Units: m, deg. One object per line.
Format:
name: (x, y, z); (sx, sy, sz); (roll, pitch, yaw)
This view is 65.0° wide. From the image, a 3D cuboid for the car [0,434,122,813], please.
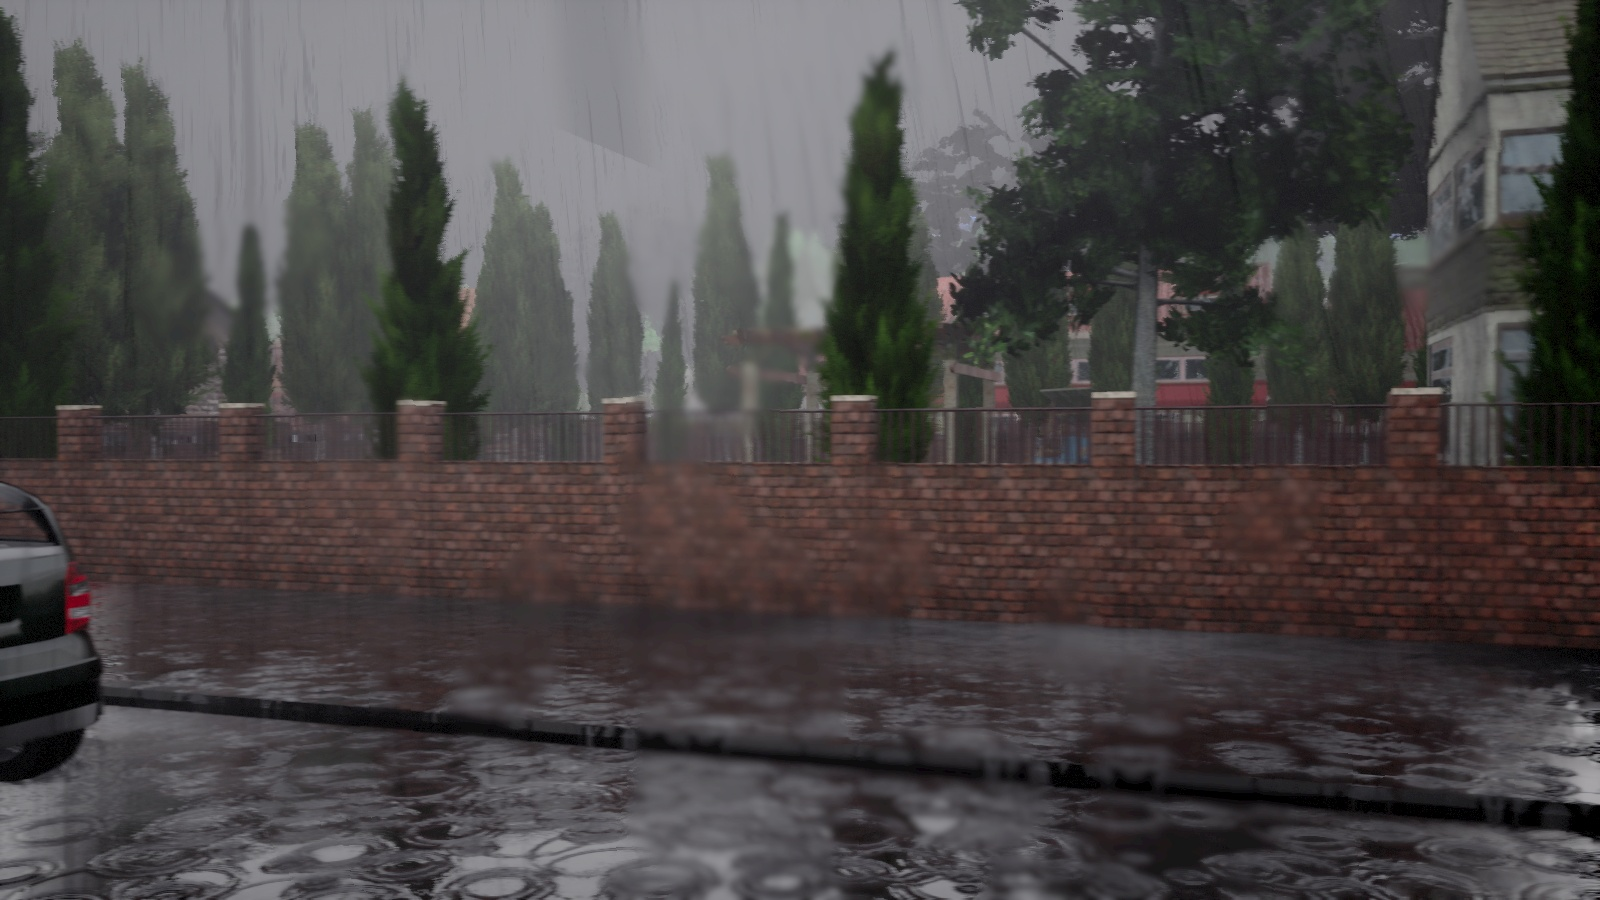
car: (-5.121, 0.699, 5.444); (3.705, 1.549, 1.789); (1, 1, 19)
